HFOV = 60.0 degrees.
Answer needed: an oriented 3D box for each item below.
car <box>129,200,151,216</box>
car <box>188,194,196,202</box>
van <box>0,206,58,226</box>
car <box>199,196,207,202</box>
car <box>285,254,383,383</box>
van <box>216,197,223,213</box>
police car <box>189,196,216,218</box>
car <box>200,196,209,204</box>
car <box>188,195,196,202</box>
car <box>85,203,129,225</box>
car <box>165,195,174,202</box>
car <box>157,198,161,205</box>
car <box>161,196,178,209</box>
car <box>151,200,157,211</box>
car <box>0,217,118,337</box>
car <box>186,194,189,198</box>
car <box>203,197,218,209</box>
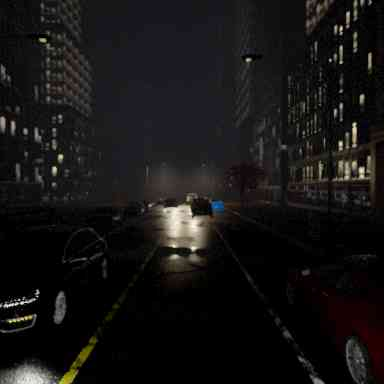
[{"bbox_3d":[-5.689,1.632,33.115,2.008,1.369,4.403,-1,0,0],"label":"car"},{"bbox_3d":[0.904,1.455,40.836,2.097,1.767,4.553,0,0,0],"label":"car"},{"bbox_3d":[-5.701,1.366,10.615,1.690,1.788,3.998,-1,0,0],"label":"van"},{"bbox_3d":[2.710,1.810,83.736,1.947,1.339,4.313,-1,0,0],"label":"car"},{"bbox_3d":[2.680,1.593,4.987,1.802,1.307,4.206,-1,0,0],"label":"car"},{"bbox_3d":[2.688,1.438,38.738,1.690,1.788,3.998,-1,0,0],"label":"van"},{"bbox_3d":[0.911,1.500,30.973,1.930,1.638,5.238,0,0,0],"label":"police car"},{"bbox_3d":[2.705,1.730,72.657,1.752,1.417,4.829,-1,0,0],"label":"car"},{"bbox_3d":[0.031,1.570,80.899,1.882,1.535,5.008,0,0,0],"label":"car"},{"bbox_3d":[-5.694,1.596,21.864,1.887,1.381,4.507,-1,0,0],"label":"car"},{"bbox_3d":[-5.673,1.685,83.740,1.967,1.590,4.097,-1,0,0],"label":"car"},{"bbox_3d":[-5.679,1.718,61.239,2.008,1.369,4.403,-1,0,0],"label":"car"},{"bbox_3d":[-3.060,1.606,49.155,1.882,1.535,5.008,0,0,0],"label":"car"},{"bbox_3d":[-5.688,1.648,38.740,2.008,1.369,4.403,-1,0,0],"label":"car"},{"bbox_3d":[-3.097,1.521,7.010,1.837,1.490,4.892,0,0,0],"label":"car"},{"bbox_3d":[0.025,1.423,66.109,2.150,2.045,5.566,0,0,0],"label":"car"},{"bbox_3d":[2.695,1.571,49.987,1.967,1.590,4.097,-1,0,0],"label":"car"}]
